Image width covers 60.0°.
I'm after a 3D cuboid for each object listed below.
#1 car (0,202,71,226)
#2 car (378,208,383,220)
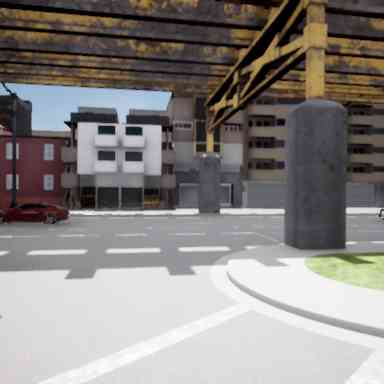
[{"bbox_3d":[-10.120,1.343,20.949,4.674,1.442,1.812,0,0,-9],"label":"car"},{"bbox_3d":[16.724,1.481,25.338,4.902,1.511,2.128,0,0,-9],"label":"car"}]
